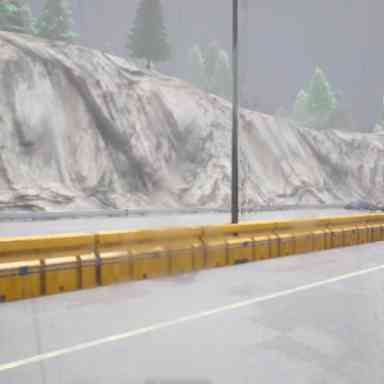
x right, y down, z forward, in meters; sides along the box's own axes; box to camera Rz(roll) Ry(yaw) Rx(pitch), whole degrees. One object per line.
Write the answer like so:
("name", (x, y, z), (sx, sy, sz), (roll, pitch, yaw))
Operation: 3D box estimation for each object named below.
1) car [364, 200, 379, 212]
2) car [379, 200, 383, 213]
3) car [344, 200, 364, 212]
("car", (23.128, 1.698, 39.462), (4.674, 1.442, 1.812), (0, 0, -26))
("car", (22.490, 1.759, 35.244), (4.718, 1.301, 1.895), (0, 0, -27))
("car", (21.431, 1.744, 42.515), (4.181, 1.385, 1.994), (0, 0, -26))
